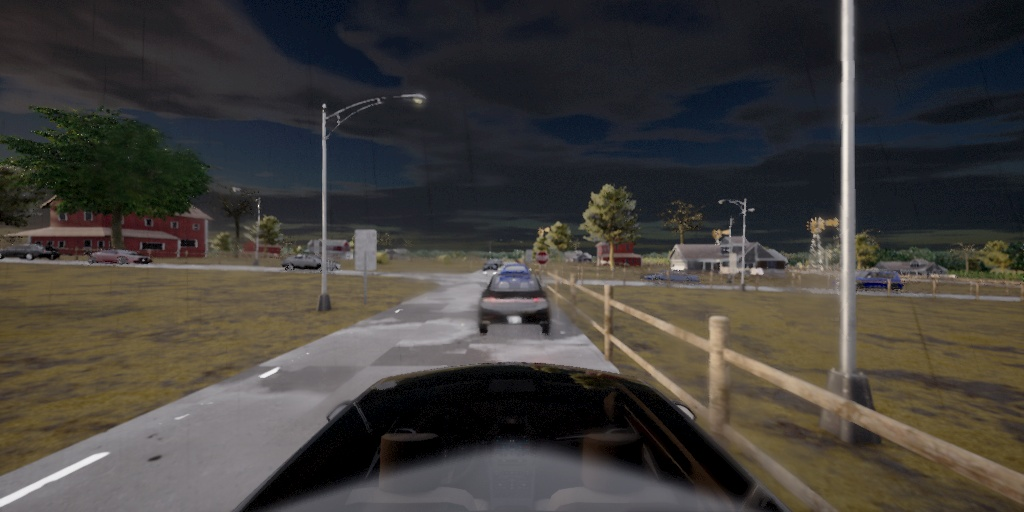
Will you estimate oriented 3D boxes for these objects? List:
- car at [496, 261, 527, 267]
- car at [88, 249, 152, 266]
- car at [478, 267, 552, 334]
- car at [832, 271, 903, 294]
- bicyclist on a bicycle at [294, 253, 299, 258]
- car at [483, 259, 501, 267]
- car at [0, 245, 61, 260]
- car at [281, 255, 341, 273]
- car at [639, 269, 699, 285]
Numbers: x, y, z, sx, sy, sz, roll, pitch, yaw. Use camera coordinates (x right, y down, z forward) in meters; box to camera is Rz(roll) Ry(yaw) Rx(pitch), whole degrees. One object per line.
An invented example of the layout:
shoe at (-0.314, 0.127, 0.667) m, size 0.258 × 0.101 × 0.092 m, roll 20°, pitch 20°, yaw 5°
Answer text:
car at (0.312, 1.271, 23.965) m, size 1.882 × 1.535 × 5.008 m, roll 0°, pitch 0°, yaw 4°
car at (-34.775, 0.117, 31.902) m, size 4.181 × 1.385 × 1.994 m, roll 2°, pitch 0°, yaw 0°
car at (0.066, 1.253, 10.613) m, size 2.128 × 1.511 × 4.902 m, roll 0°, pitch 0°, yaw 0°
car at (34.734, 2.485, 35.108) m, size 5.566 × 2.045 × 2.150 m, roll 2°, pitch 0°, yaw 0°
bicyclist on a bicycle at (-22.717, 0.476, 37.929) m, size 0.582 × 1.620 × 1.656 m, roll 2°, pitch 0°, yaw 0°
car at (-2.974, 1.426, 49.804) m, size 1.994 × 1.385 × 4.181 m, roll 0°, pitch 0°, yaw -1°
car at (-46.931, -0.366, 34.747) m, size 4.892 × 1.490 × 1.837 m, roll 2°, pitch 0°, yaw 0°
car at (-17.859, 0.667, 31.962) m, size 4.902 × 1.511 × 2.128 m, roll 2°, pitch 0°, yaw 0°
car at (15.311, 2.021, 35.040) m, size 5.357 × 1.411 × 2.033 m, roll 2°, pitch 0°, yaw 0°
